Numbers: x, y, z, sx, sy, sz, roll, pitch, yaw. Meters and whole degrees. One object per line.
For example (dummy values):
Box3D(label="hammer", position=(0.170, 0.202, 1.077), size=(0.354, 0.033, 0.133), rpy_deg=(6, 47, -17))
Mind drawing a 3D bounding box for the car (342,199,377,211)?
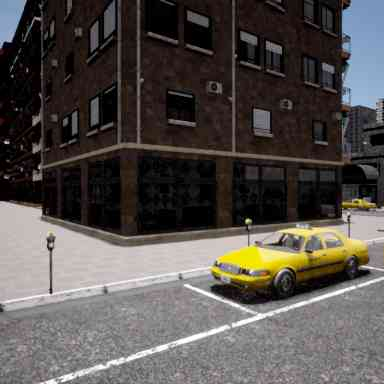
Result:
Box3D(label="car", position=(19.322, 1.469, 39.712), size=(1.752, 1.417, 4.829), rpy_deg=(0, 0, -35))

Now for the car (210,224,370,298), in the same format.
Box3D(label="car", position=(2.671, 1.525, 8.478), size=(4.829, 1.417, 1.752), rpy_deg=(0, 0, -36))
